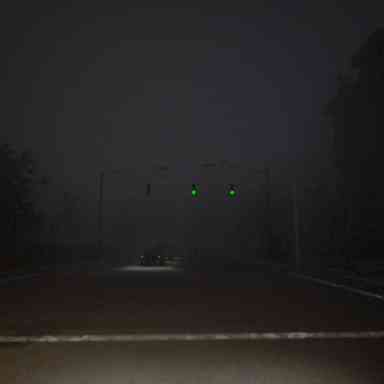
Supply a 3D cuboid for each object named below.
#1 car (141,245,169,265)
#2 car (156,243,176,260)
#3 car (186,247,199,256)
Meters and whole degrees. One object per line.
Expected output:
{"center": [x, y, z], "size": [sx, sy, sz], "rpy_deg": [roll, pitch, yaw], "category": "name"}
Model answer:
{"center": [-3.537, 5.931, 30.868], "size": [1.882, 1.535, 5.008], "rpy_deg": [0, -9, 0], "category": "car"}
{"center": [-3.508, 7.290, 40.917], "size": [2.150, 2.045, 5.566], "rpy_deg": [0, -9, 1], "category": "car"}
{"center": [0.092, 10.080, 56.575], "size": [2.128, 1.511, 4.902], "rpy_deg": [0, -9, 0], "category": "car"}
